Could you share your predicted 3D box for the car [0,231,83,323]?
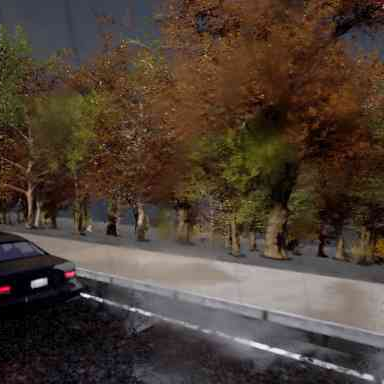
[{"bbox_3d":[-4.558,1.543,6.930,5.357,1.411,2.033,0,0,35],"label":"car"}]
